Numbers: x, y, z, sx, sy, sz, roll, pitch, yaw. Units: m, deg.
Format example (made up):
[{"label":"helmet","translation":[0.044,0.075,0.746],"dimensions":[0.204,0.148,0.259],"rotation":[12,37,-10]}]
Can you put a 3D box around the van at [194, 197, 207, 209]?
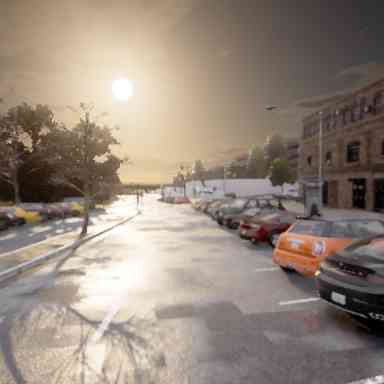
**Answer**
[{"label":"van","translation":[3.056,1.683,42.605],"dimensions":[4.442,1.987,1.878],"rotation":[1,0,-25]}]

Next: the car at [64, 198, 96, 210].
[{"label":"car","translation":[-15.175,1.839,42.584],"dimensions":[4.553,1.767,2.185],"rotation":[-1,0,-24]}]

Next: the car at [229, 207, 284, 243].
[{"label":"car","translation":[4.572,1.638,15.508],"dimensions":[5.008,1.535,2.097],"rotation":[1,-1,-22]}]

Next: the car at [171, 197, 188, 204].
[{"label":"car","translation":[-2.445,2.468,89.189],"dimensions":[4.553,1.767,2.185],"rotation":[1,-1,-30]}]

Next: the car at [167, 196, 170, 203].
[{"label":"car","translation":[-3.491,2.394,95.113],"dimensions":[5.566,2.045,2.435],"rotation":[1,0,-30]}]

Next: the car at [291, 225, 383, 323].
[{"label":"car","translation":[4.717,1.549,6.443],"dimensions":[4.892,1.521,2.231],"rotation":[1,-1,-21]}]

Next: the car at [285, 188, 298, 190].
[{"label":"car","translation":[20.183,0.269,64.298],"dimensions":[2.435,2.045,5.566],"rotation":[-6,3,-30]}]

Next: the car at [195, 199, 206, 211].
[{"label":"car","translation":[3.394,1.882,39.642],"dimensions":[4.892,1.521,2.231],"rotation":[1,0,-24]}]

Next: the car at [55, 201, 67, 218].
[{"label":"car","translation":[-14.352,1.879,30.755],"dimensions":[4.674,1.452,2.002],"rotation":[-1,0,-23]}]

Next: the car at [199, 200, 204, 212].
[{"label":"car","translation":[3.593,1.890,36.630],"dimensions":[4.674,1.452,2.002],"rotation":[1,-1,-24]}]

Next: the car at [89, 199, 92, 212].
[{"label":"car","translation":[-15.136,1.933,39.542],"dimensions":[5.366,1.575,1.946],"rotation":[-1,0,-24]}]

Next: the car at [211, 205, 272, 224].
[{"label":"car","translation":[4.122,1.799,27.584],"dimensions":[4.674,1.452,2.002],"rotation":[1,-1,-23]}]

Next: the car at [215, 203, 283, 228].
[{"label":"car","translation":[4.395,1.699,21.543],"dimensions":[5.008,1.535,2.097],"rotation":[1,0,-22]}]

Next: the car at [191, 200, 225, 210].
[{"label":"car","translation":[2.544,2.037,51.652],"dimensions":[4.792,1.488,2.163],"rotation":[1,-1,-26]}]

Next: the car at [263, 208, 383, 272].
[{"label":"car","translation":[4.672,1.452,9.463],"dimensions":[4.553,1.767,2.185],"rotation":[1,-1,-21]}]

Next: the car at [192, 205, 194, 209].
[{"label":"car","translation":[2.940,1.816,45.677],"dimensions":[4.553,1.767,2.185],"rotation":[1,0,-25]}]

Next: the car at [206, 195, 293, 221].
[{"label":"car","translation":[4.245,1.477,24.550],"dimensions":[5.566,2.045,2.435],"rotation":[1,0,-23]}]

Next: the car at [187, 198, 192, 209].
[{"label":"car","translation":[2.475,1.966,48.593],"dimensions":[5.366,1.575,1.946],"rotation":[1,0,-25]}]

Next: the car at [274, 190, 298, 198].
[{"label":"car","translation":[17.234,0.844,63.786],"dimensions":[2.002,1.452,4.674],"rotation":[-6,3,-30]}]

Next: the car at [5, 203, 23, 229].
[{"label":"car","translation":[-13.937,1.619,21.878],"dimensions":[4.553,1.767,2.185],"rotation":[-1,-1,-22]}]

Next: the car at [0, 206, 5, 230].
[{"label":"car","translation":[-13.782,1.711,18.925],"dimensions":[5.008,1.535,2.097],"rotation":[-1,0,-22]}]

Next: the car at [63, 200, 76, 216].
[{"label":"car","translation":[-14.540,1.910,33.710],"dimensions":[4.674,1.452,2.002],"rotation":[-1,0,-24]}]

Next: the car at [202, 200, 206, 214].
[{"label":"car","translation":[3.794,1.860,33.613],"dimensions":[4.674,1.452,2.002],"rotation":[1,0,-24]}]

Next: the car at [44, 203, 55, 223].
[{"label":"car","translation":[-14.160,1.681,27.811],"dimensions":[4.553,1.767,2.185],"rotation":[-1,0,-23]}]

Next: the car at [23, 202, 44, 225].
[{"label":"car","translation":[-14.208,1.774,24.768],"dimensions":[5.366,1.575,1.946],"rotation":[-1,0,-22]}]

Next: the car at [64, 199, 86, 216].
[{"label":"car","translation":[-14.580,1.897,36.745],"dimensions":[5.366,1.575,1.946],"rotation":[-1,-1,-24]}]
